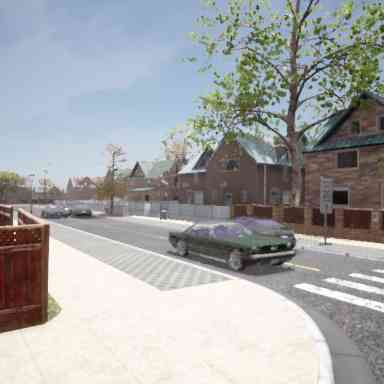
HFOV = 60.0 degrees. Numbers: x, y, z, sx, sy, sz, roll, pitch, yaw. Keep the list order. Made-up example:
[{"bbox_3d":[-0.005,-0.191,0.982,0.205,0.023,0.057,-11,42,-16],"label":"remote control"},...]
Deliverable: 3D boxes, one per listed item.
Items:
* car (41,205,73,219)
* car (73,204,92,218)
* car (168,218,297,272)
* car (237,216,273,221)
[{"bbox_3d":[-13.751,1.952,33.208,1.994,1.385,4.181,2,-2,-34],"label":"car"},{"bbox_3d":[-12.486,2.051,36.560,1.994,1.385,4.181,2,-2,-34],"label":"car"},{"bbox_3d":[1.114,1.695,11.338,1.895,1.301,4.718,2,-2,-34],"label":"car"},{"bbox_3d":[2.469,1.753,14.592,1.994,1.385,4.181,2,-2,-34],"label":"car"}]
